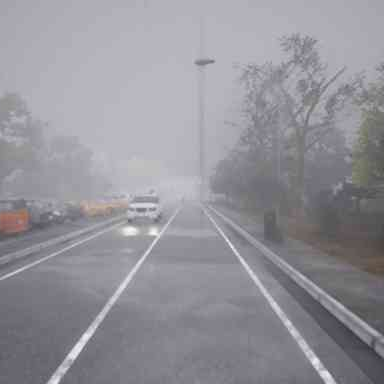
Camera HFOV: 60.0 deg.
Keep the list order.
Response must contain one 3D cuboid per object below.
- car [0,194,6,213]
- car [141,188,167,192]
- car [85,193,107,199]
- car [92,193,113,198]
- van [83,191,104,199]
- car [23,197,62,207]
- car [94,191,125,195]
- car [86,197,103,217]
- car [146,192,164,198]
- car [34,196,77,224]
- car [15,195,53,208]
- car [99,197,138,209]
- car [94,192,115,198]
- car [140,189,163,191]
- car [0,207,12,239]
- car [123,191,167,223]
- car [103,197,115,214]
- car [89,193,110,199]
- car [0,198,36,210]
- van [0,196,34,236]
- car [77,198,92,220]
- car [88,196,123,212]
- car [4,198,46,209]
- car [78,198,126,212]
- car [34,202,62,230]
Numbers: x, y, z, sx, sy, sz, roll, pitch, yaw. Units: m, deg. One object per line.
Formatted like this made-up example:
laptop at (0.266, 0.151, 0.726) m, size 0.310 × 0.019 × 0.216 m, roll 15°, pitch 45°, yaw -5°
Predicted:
car at (-23.336, 1.208, 35.428) m, size 5.566 × 2.045 × 2.435 m, roll 0°, pitch 0°, yaw 0°
car at (-10.430, 0.594, 90.210) m, size 5.566 × 2.045 × 2.435 m, roll 0°, pitch 1°, yaw 0°
car at (-23.504, 0.929, 81.690) m, size 4.674 × 1.452 × 2.002 m, roll 0°, pitch 0°, yaw 0°
car at (-23.517, 0.897, 87.388) m, size 4.792 × 1.488 × 2.163 m, roll 0°, pitch 0°, yaw 0°
van at (-23.380, 0.671, 79.016) m, size 4.442 × 1.987 × 1.878 m, roll 1°, pitch 0°, yaw 0°
car at (-23.278, 1.543, 51.923) m, size 5.008 × 1.535 × 2.097 m, roll 0°, pitch 0°, yaw 0°
car at (-10.243, 1.251, 43.706) m, size 5.566 × 2.045 × 2.435 m, roll 0°, pitch 0°, yaw 0°
car at (-10.425, 1.423, 27.051) m, size 5.366 × 1.575 × 1.946 m, roll 0°, pitch 0°, yaw 0°
car at (-10.389, 0.814, 93.002) m, size 4.892 × 1.521 × 2.231 m, roll 0°, pitch 1°, yaw 0°
car at (-10.279, 1.302, 21.503) m, size 4.553 × 1.767 × 2.185 m, roll 0°, pitch 0°, yaw 0°
car at (-23.318, 1.403, 49.153) m, size 4.553 × 1.767 × 2.185 m, roll 0°, pitch 0°, yaw 0°
car at (-10.216, 1.517, 46.481) m, size 5.008 × 1.535 × 2.097 m, roll 0°, pitch 0°, yaw 0°
car at (-23.667, 0.841, 90.180) m, size 5.366 × 1.575 × 1.946 m, roll 0°, pitch 1°, yaw 0°
car at (-10.445, 0.758, 84.639) m, size 4.553 × 1.767 × 2.185 m, roll 0°, pitch 0°, yaw 0°
car at (-10.230, 1.485, 13.177) m, size 4.792 × 1.488 × 2.163 m, roll 0°, pitch 0°, yaw 0°
car at (-3.388, 1.164, 24.917) m, size 2.150 × 2.045 × 5.566 m, roll 0°, pitch 0°, yaw 0°
car at (-10.050, 1.431, 29.703) m, size 5.366 × 1.575 × 1.946 m, roll 0°, pitch 0°, yaw 0°
car at (-23.497, 0.922, 84.475) m, size 4.674 × 1.452 × 2.002 m, roll 0°, pitch 0°, yaw 0°
car at (-23.292, 1.541, 43.736) m, size 4.674 × 1.452 × 2.002 m, roll 0°, pitch 0°, yaw 0°
van at (-10.372, 1.219, 15.953) m, size 4.442 × 1.987 × 1.878 m, roll 0°, pitch 0°, yaw 0°
car at (-10.237, 1.425, 24.283) m, size 4.892 × 1.521 × 2.231 m, roll 0°, pitch 0°, yaw 0°
car at (-10.042, 1.457, 35.376) m, size 5.366 × 1.575 × 1.946 m, roll 0°, pitch 0°, yaw 0°
car at (-23.261, 1.545, 46.506) m, size 4.792 × 1.488 × 2.163 m, roll 0°, pitch 0°, yaw 0°
car at (-10.229, 1.475, 38.152) m, size 4.892 × 1.521 × 2.231 m, roll 0°, pitch 0°, yaw 0°
car at (-10.281, 1.465, 18.730) m, size 4.792 × 1.488 × 2.163 m, roll 0°, pitch 0°, yaw 0°
